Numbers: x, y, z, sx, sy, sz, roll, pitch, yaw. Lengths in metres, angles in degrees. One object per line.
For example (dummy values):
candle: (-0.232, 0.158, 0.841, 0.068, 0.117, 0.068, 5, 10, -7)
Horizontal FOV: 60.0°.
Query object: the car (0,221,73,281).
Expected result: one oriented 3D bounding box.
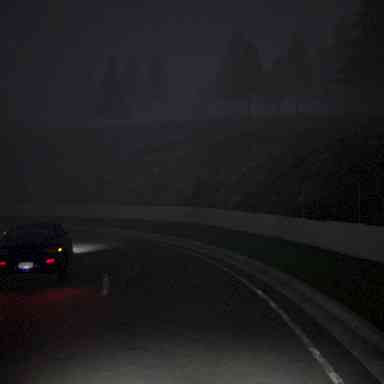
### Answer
car: (-4.699, 1.598, 10.111, 1.812, 1.442, 4.674, 1, -1, -19)
